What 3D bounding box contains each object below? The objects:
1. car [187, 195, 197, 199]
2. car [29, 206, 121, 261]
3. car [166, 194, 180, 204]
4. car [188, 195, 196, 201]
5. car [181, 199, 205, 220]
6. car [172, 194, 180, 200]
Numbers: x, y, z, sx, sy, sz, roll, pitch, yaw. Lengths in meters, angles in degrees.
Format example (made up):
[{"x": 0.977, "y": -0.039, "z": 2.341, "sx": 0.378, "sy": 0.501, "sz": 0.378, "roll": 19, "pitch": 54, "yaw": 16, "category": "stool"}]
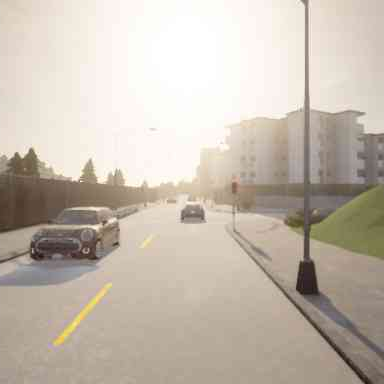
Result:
[{"x": -0.012, "y": 1.403, "z": 77.537, "sx": 2.097, "sy": 1.767, "sz": 4.553, "roll": 0, "pitch": 0, "yaw": 0, "category": "car"}, {"x": -4.068, "y": 1.359, "z": 12.318, "sx": 2.097, "sy": 1.767, "sz": 4.553, "roll": 0, "pitch": 0, "yaw": 0, "category": "car"}, {"x": -4.015, "y": 1.601, "z": 67.119, "sx": 1.994, "sy": 1.385, "sz": 4.181, "roll": 0, "pitch": 0, "yaw": 0, "category": "car"}, {"x": -0.013, "y": 1.452, "z": 87.568, "sx": 1.837, "sy": 1.490, "sz": 4.892, "roll": 0, "pitch": 0, "yaw": 0, "category": "car"}, {"x": 0.070, "y": 1.583, "z": 28.758, "sx": 1.994, "sy": 1.385, "sz": 4.181, "roll": 0, "pitch": 0, "yaw": 0, "category": "car"}, {"x": -4.013, "y": 1.193, "z": 82.562, "sx": 1.812, "sy": 1.442, "sz": 4.674, "roll": 0, "pitch": 0, "yaw": 0, "category": "car"}]
